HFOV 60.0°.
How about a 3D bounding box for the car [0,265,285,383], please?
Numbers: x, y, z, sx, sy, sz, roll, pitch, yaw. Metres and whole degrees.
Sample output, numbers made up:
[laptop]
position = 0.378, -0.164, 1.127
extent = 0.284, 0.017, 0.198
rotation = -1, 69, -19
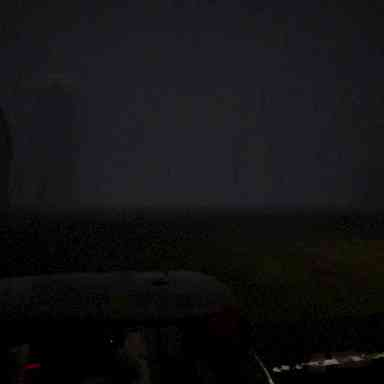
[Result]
[car]
position = -1.560, 1.421, 2.102
extent = 4.553, 1.767, 2.097
rotation = 0, -2, -14
